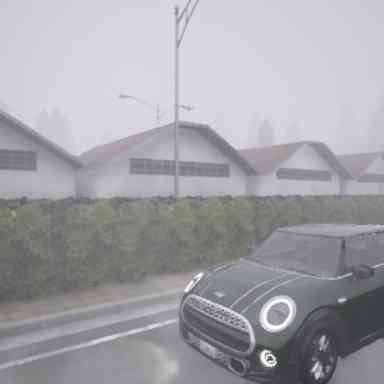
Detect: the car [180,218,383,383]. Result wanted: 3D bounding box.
[{"bbox_3d":[2.021,1.351,5.432,4.553,1.767,2.097,0,0,-36],"label":"car"}]
